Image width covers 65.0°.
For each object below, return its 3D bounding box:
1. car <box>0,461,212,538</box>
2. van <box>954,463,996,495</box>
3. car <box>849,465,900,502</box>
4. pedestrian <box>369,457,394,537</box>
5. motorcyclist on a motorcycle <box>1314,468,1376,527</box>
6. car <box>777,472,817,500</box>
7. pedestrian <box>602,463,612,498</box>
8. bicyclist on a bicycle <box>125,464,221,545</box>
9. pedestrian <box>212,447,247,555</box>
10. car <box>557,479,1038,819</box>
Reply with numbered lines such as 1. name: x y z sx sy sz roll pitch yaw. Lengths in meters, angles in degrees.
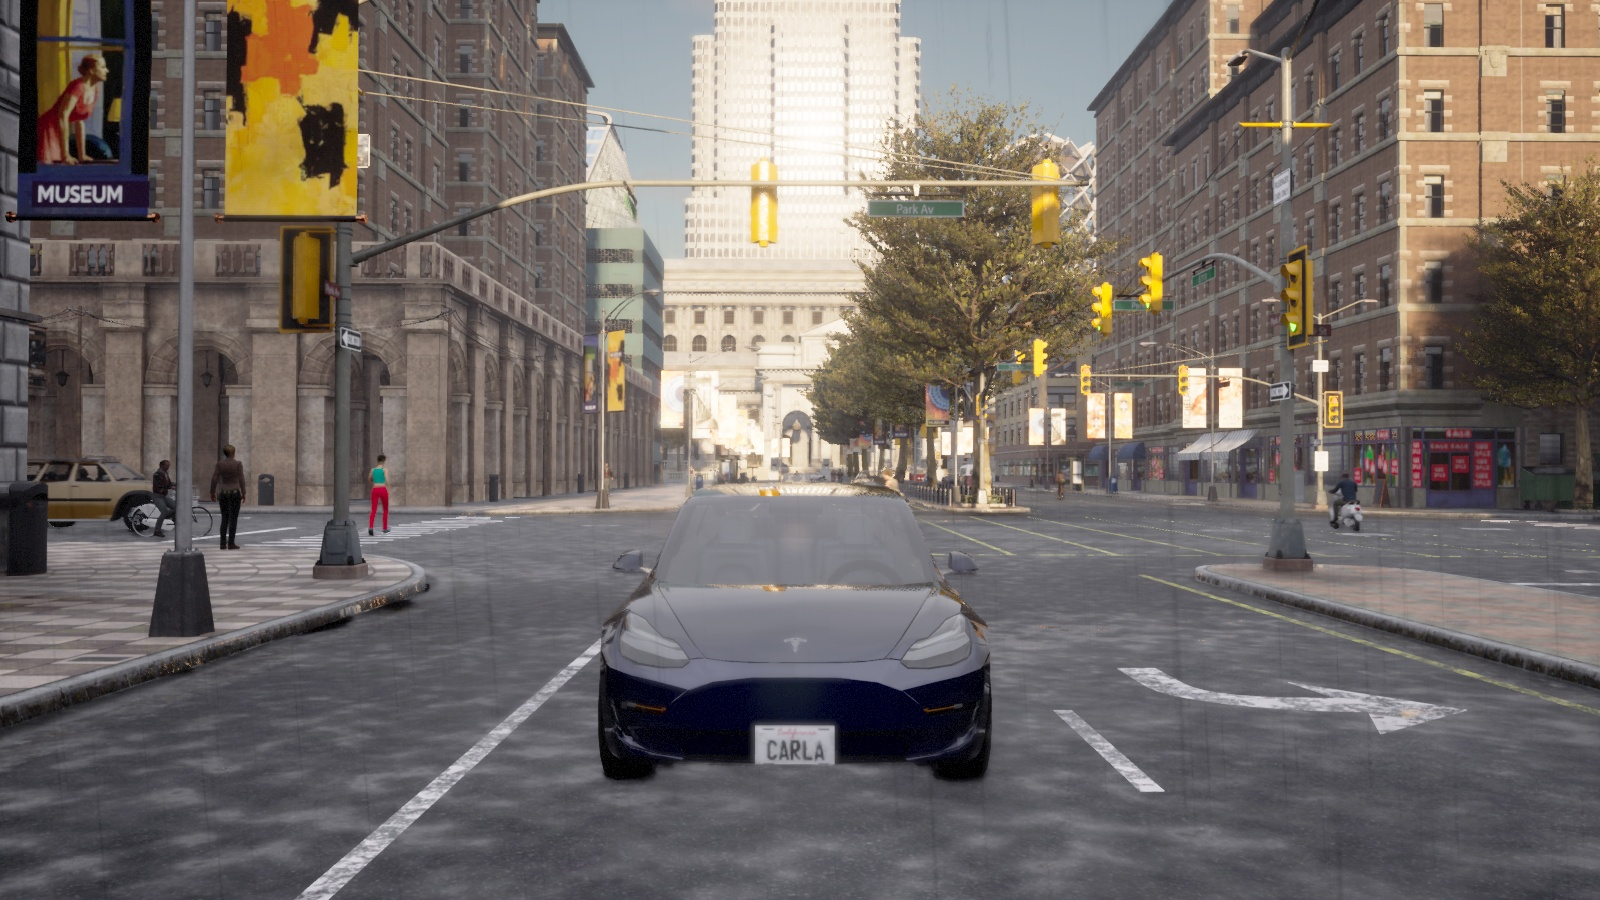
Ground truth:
1. car: -17.648 1.234 31.777 4.605 1.855 1.932 0 -1 -1
2. van: 11.303 1.858 81.503 2.069 2.038 4.480 0 -1 0
3. car: 3.435 1.566 58.898 2.152 1.651 5.027 0 -1 1
4. pedestrian: -9.643 1.079 28.927 0.345 1.836 0.594 0 -1 3
5. motorcyclist on a motorcycle: 14.917 1.285 34.418 0.866 1.590 1.817 0 -1 0
6. car: -0.170 2.000 70.761 2.163 1.488 4.792 0 -1 0
7. pedestrian: -10.191 1.623 66.333 0.376 1.854 0.720 0 -1 0
8. bicyclist on a bicycle: -14.120 1.216 28.301 1.843 1.776 0.659 0 -1 0
9. pedestrian: -9.950 0.878 21.896 0.331 1.846 0.634 0 -1 -2
10. car: -0.020 0.950 8.059 2.163 1.488 4.792 0 -1 0
